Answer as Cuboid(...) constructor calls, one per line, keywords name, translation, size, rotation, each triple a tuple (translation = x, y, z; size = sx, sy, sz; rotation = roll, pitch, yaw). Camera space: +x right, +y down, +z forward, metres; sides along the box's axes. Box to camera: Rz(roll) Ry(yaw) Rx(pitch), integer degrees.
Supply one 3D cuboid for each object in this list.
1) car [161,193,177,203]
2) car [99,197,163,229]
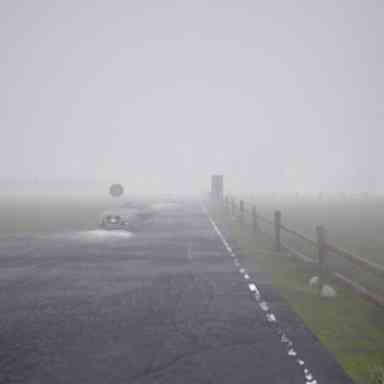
Cuboid(name="car", translation=(-3.026, 0.726, 43.732), size=(1.895, 1.301, 4.718), rotation=(0, 1, 0))
Cuboid(name="car", translation=(-3.421, 1.193, 18.574), size=(1.994, 1.385, 4.181), rotation=(1, 1, 15))
